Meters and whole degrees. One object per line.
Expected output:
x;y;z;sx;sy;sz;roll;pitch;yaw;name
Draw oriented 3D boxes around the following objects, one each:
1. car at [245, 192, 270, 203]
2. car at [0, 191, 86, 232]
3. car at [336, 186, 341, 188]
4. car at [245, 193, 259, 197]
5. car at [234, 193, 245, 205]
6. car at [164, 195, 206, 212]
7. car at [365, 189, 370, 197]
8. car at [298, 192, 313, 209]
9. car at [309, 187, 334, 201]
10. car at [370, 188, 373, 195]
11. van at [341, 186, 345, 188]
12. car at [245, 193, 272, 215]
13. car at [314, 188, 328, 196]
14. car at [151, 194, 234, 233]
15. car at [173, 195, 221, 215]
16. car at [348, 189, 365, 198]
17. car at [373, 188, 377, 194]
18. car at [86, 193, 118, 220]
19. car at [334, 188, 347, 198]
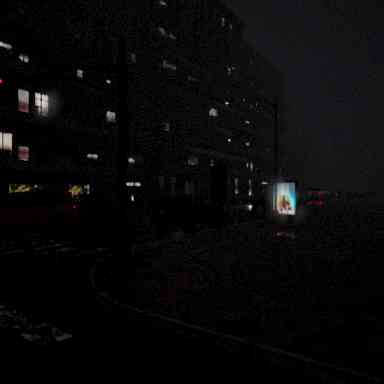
8.975;0.747;45.146;1.802;1.307;4.206;2;2;35;car
-8.452;1.021;16.450;2.150;2.045;5.566;0;1;40;car
34.468;-0.248;81.455;1.967;1.590;4.097;2;2;35;car
8.513;0.821;39.964;1.994;1.385;4.181;0;1;36;car
5.789;0.821;40.607;2.008;1.369;4.403;2;2;35;car
-0.584;1.062;31.529;1.802;1.307;4.206;2;2;35;car
31.809;0.093;63.083;1.967;1.590;4.097;1;2;35;car
9.498;0.960;31.306;1.947;1.339;4.313;1;2;35;car
18.907;0.227;49.244;2.150;2.045;5.566;0;1;35;car
34.996;0.091;67.626;1.887;1.381;4.507;1;2;35;car
37.655;-0.454;85.991;1.690;1.788;3.998;2;2;35;van
6.311;1.065;26.766;1.947;1.339;4.313;1;2;35;car
28.094;-0.033;72.377;1.967;1.590;4.097;2;2;35;car
-0.062;1.022;17.679;2.192;1.841;5.009;1;2;35;car
0.529;1.044;28.622;1.812;1.442;4.674;0;1;35;car
28.622;0.304;58.546;1.887;1.381;4.507;1;2;35;car
38.183;-0.017;72.167;1.887;1.381;4.507;1;2;35;car
-6.955;1.003;22.443;2.192;1.841;5.009;2;2;35;car
25.091;0.400;58.052;1.895;1.301;4.718;0;1;35;car
